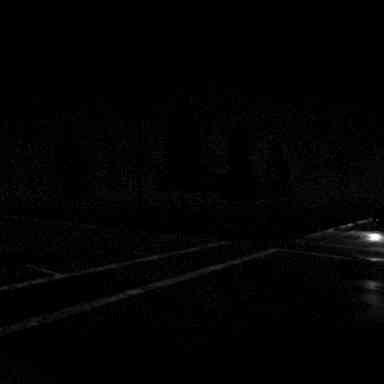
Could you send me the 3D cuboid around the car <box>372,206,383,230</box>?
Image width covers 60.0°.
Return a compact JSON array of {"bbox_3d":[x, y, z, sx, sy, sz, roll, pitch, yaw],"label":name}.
[{"bbox_3d":[12.575,1.545,20.589,1.837,1.490,4.892,0,0,39],"label":"car"}]
